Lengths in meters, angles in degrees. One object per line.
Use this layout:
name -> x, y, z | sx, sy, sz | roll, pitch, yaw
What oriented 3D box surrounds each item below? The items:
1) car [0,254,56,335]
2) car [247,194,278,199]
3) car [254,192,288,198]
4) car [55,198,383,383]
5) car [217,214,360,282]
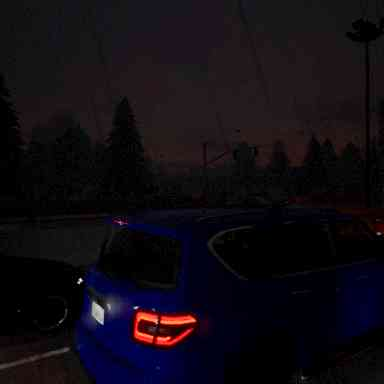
car -> -3.813, 1.564, 5.318 | 4.181, 1.385, 1.994 | 0, 0, -36
car -> 8.135, 1.304, 41.599 | 1.812, 1.442, 4.674 | 0, 0, -29
car -> 10.493, 0.972, 44.819 | 2.150, 2.045, 5.566 | -1, 0, -36
car -> 1.312, 1.204, 4.663 | 5.566, 2.045, 2.150 | -1, 0, -35
car -> 3.034, 1.512, 10.178 | 4.181, 1.385, 1.994 | -1, 0, -34
